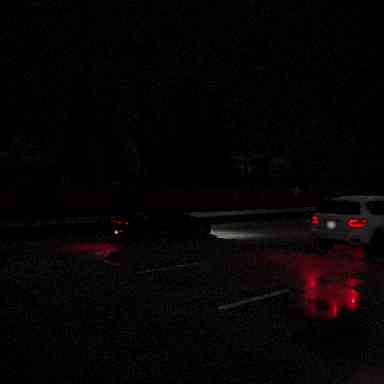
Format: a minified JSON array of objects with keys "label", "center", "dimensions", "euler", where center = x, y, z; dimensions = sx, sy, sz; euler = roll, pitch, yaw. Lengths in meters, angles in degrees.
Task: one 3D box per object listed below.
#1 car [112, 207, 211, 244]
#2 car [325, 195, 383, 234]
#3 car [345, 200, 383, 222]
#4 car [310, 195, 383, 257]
[{"label":"car","center":[-1.308,1.502,15.762],"dimensions":[4.892,1.490,1.837],"euler":[1,0,-36]},{"label":"car","center":[10.624,1.221,20.091],"dimensions":[5.566,2.045,2.150],"euler":[0,0,-36]},{"label":"car","center":[14.906,1.507,27.522],"dimensions":[4.892,1.490,1.837],"euler":[-1,0,-36]},{"label":"car","center":[7.015,1.219,13.146],"dimensions":[5.566,2.045,2.150],"euler":[0,0,-36]}]
